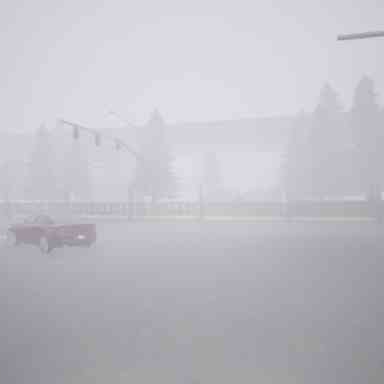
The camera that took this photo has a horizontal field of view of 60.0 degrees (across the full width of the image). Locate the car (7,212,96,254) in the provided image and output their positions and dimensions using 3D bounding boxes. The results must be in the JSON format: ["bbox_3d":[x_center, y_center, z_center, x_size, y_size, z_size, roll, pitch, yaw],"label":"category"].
[{"bbox_3d":[-6.155,1.615,14.392,5.008,1.535,1.882,-1,-1,40],"label":"car"}]
